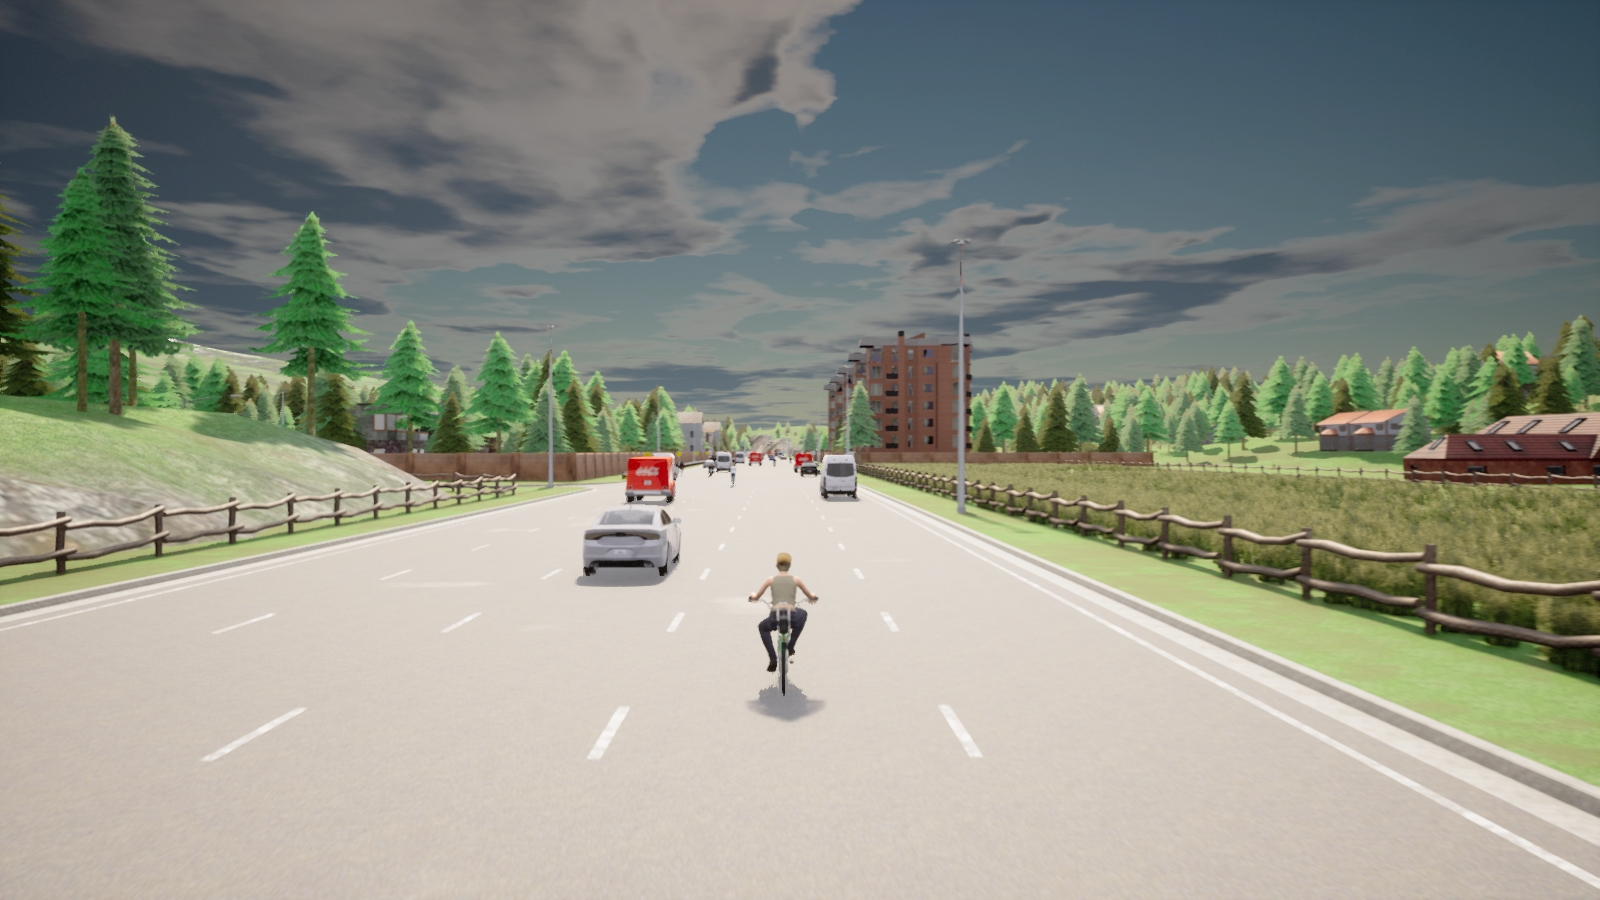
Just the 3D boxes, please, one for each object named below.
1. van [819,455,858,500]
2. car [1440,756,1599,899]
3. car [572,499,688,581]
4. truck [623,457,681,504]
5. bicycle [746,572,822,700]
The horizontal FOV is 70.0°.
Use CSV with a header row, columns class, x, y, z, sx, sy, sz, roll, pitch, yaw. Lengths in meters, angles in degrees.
class,x,y,z,sx,sy,sz,roll,pitch,yaw
van,2.266,1.582,68.793,1.988,2.561,5.915,0,0,-1
car,3.532,1.969,1.944,2.242,1.667,4.611,0,0,-1
car,-3.928,2.055,27.224,2.097,1.535,5.006,0,0,-1
truck,-8.113,1.617,63.037,2.627,2.467,5.204,0,0,-1
bicycle,-0.194,2.168,13.582,0.859,1.276,1.487,0,0,-1
